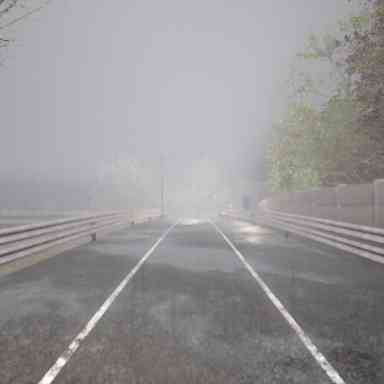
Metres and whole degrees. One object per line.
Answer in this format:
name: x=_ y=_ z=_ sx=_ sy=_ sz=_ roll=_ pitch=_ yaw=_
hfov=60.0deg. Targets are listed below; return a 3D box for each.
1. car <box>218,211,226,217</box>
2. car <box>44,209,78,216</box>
car: x=8.478 y=5.624 z=87.008 sx=2.097 sy=1.767 sz=4.553 roll=-2 pitch=-4 yaw=28
car: x=-20.607 y=3.423 z=52.499 sx=5.008 sy=1.535 sz=1.882 roll=3 pitch=-5 yaw=-39
